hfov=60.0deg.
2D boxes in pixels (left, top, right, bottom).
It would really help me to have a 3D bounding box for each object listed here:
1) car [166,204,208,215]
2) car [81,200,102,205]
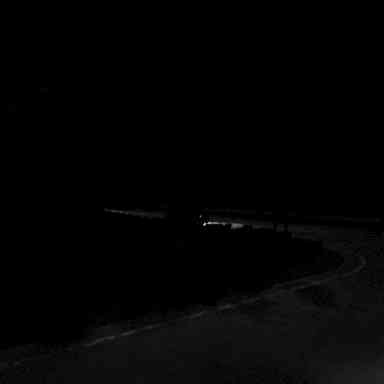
[{"bbox_3d":[-0.466,1.703,26.964,1.994,1.385,4.181,0,0,-36],"label":"car"},{"bbox_3d":[-14.002,1.742,45.972,1.895,1.301,4.718,0,0,-35],"label":"car"}]
